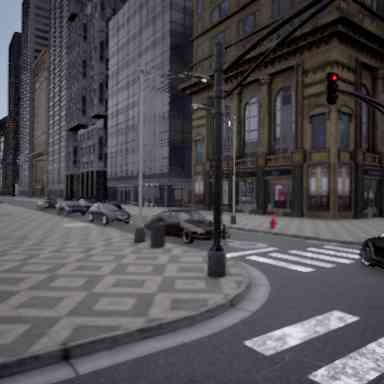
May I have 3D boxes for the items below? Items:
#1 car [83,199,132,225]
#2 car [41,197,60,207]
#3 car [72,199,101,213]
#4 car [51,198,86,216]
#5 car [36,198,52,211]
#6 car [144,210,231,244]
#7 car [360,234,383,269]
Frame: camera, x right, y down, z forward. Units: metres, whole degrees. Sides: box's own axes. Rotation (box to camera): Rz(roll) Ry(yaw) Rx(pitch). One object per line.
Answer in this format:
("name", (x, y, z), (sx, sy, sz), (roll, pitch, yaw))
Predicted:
("car", (-6.124, 1.535, 24.569), (1.837, 1.490, 4.892), (1, 0, -36))
("car", (-22.777, 1.565, 53.428), (1.994, 1.385, 4.181), (1, 0, -35))
("car", (-12.383, 1.539, 38.856), (1.837, 1.490, 4.892), (1, -1, -35))
("car", (-11.889, 1.554, 32.666), (2.033, 1.411, 5.357), (1, 0, -35))
("car", (-17.780, 1.549, 40.987), (1.994, 1.385, 4.181), (1, 0, -35))
("car", (-0.453, 1.605, 16.593), (2.033, 1.411, 5.357), (1, 0, -35))
("car", (6.400, 1.682, 9.240), (1.994, 1.385, 4.181), (1, 0, 5))
